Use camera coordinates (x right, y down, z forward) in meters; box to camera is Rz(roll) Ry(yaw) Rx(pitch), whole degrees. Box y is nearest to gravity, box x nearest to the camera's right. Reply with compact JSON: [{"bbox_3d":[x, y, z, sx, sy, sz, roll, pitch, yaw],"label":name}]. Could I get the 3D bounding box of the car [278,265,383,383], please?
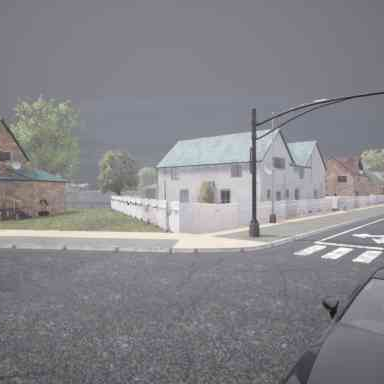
[{"bbox_3d":[2.512,1.524,3.380,1.812,1.442,4.674,0,0,42],"label":"car"}]
